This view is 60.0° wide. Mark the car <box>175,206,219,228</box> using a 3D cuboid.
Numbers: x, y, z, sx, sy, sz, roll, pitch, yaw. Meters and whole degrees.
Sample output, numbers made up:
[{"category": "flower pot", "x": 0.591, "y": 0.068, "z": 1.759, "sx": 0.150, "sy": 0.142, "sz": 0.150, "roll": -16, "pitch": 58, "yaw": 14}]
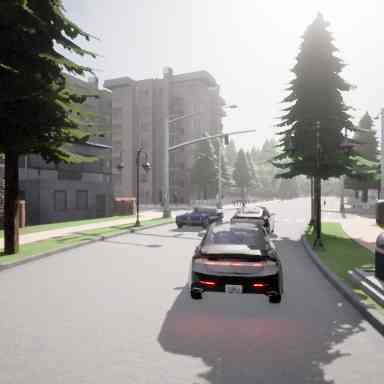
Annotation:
[{"category": "car", "x": 0.571, "y": 1.601, "z": 21.242, "sx": 1.895, "sy": 1.301, "sz": 4.718, "roll": 0, "pitch": 0, "yaw": 20}]

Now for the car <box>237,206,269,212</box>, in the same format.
[{"category": "car", "x": 3.231, "y": 1.491, "z": 17.375, "sx": 2.128, "sy": 1.511, "sz": 4.902, "roll": 0, "pitch": 0, "yaw": 18}]

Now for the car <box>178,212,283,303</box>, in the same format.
[{"category": "car", "x": 1.105, "y": 1.492, "z": 8.268, "sx": 2.128, "sy": 1.511, "sz": 4.902, "roll": 0, "pitch": 0, "yaw": 9}]
